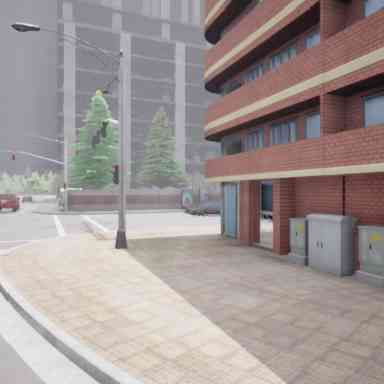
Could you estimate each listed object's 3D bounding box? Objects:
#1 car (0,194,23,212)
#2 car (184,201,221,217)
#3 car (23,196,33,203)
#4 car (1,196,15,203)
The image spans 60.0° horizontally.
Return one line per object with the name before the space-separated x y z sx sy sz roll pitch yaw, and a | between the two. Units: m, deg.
car | -21.442 1.218 38.697 2.150 2.045 5.566 0 0 -23
car | 1.984 1.601 32.123 5.357 1.411 2.033 0 0 -22
car | -35.270 1.512 71.235 1.812 1.442 4.674 0 0 -23
car | -38.220 1.528 69.225 2.033 1.411 5.357 0 0 -23
